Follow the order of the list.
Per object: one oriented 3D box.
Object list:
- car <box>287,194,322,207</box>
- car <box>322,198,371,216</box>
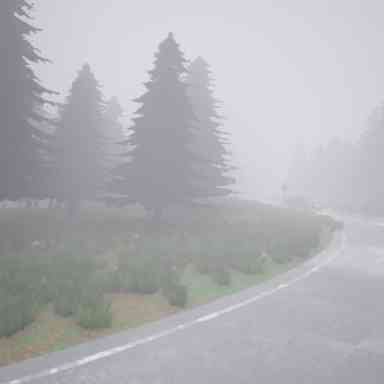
[{"bbox_3d":[10.777,0.981,31.921,2.128,1.511,4.902,4,2,-8],"label":"car"},{"bbox_3d":[14.288,1.279,30.433,2.128,1.511,4.902,4,1,-3],"label":"car"}]
